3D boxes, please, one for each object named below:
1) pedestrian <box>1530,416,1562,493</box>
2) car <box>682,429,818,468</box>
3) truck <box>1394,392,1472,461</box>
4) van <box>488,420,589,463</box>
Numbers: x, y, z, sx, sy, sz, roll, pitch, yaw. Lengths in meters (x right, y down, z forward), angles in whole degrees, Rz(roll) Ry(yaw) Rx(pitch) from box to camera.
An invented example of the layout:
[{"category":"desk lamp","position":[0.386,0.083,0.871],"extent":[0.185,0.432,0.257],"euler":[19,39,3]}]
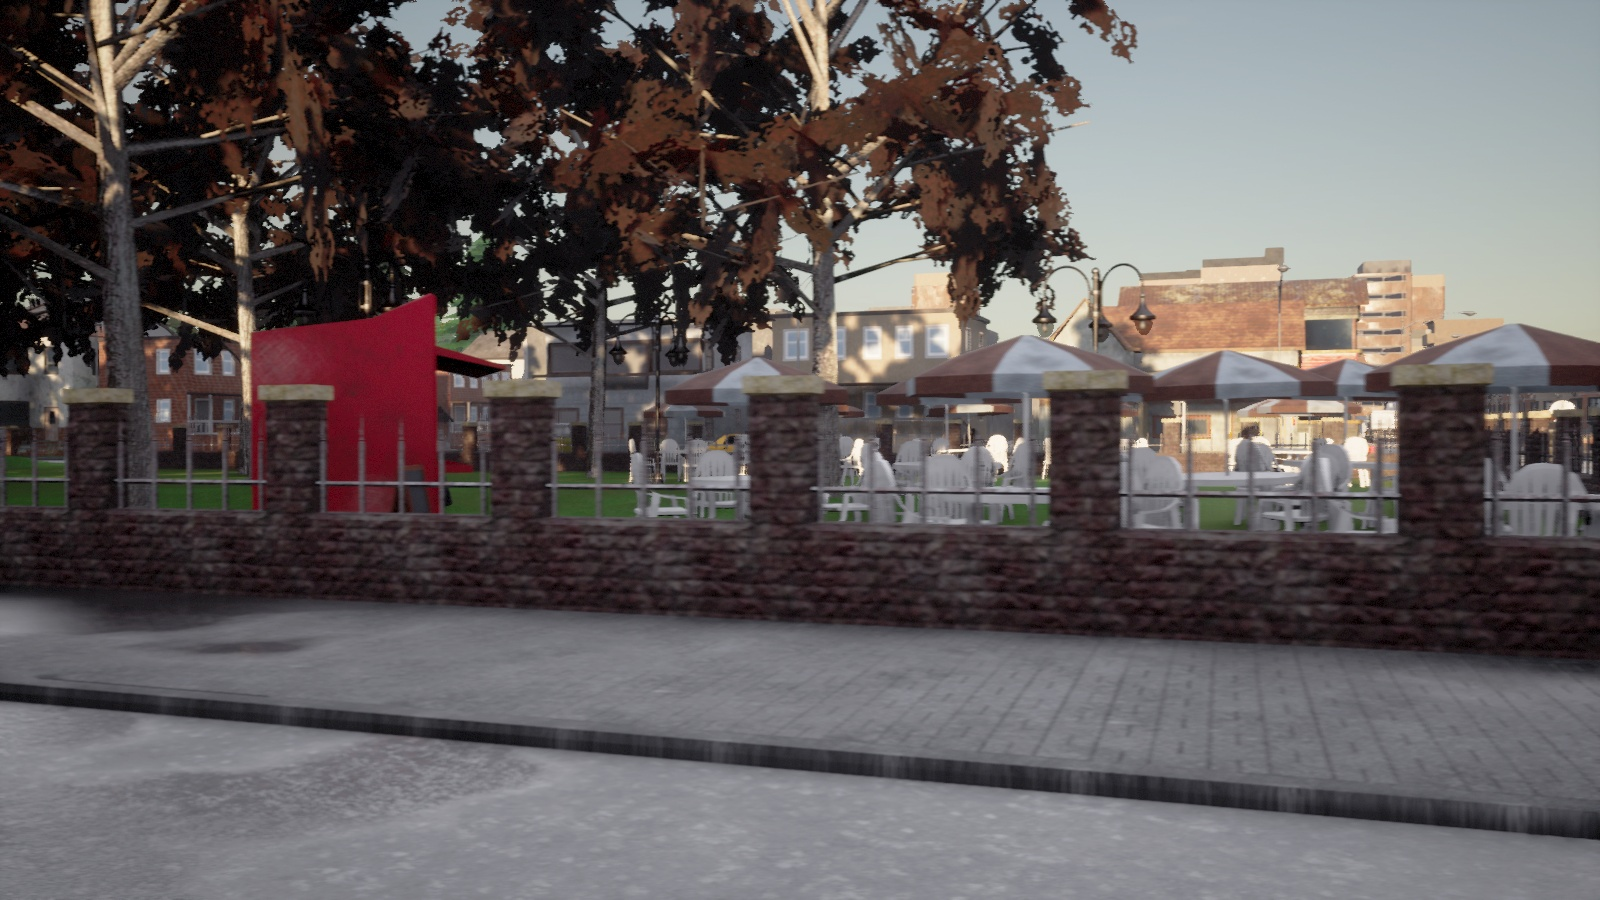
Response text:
[{"category":"pedestrian","position":[18.525,0.107,31.182],"extent":[0.563,1.883,0.849],"euler":[1,1,23]},{"category":"car","position":[-2.080,-0.075,52.135],"extent":[5.366,1.575,1.801],"euler":[0,1,19]},{"category":"truck","position":[37.296,-1.386,74.252],"extent":[2.891,3.827,8.468],"euler":[1,1,19]},{"category":"van","position":[-12.465,-0.427,59.836],"extent":[4.442,1.987,1.775],"euler":[1,1,19]}]
